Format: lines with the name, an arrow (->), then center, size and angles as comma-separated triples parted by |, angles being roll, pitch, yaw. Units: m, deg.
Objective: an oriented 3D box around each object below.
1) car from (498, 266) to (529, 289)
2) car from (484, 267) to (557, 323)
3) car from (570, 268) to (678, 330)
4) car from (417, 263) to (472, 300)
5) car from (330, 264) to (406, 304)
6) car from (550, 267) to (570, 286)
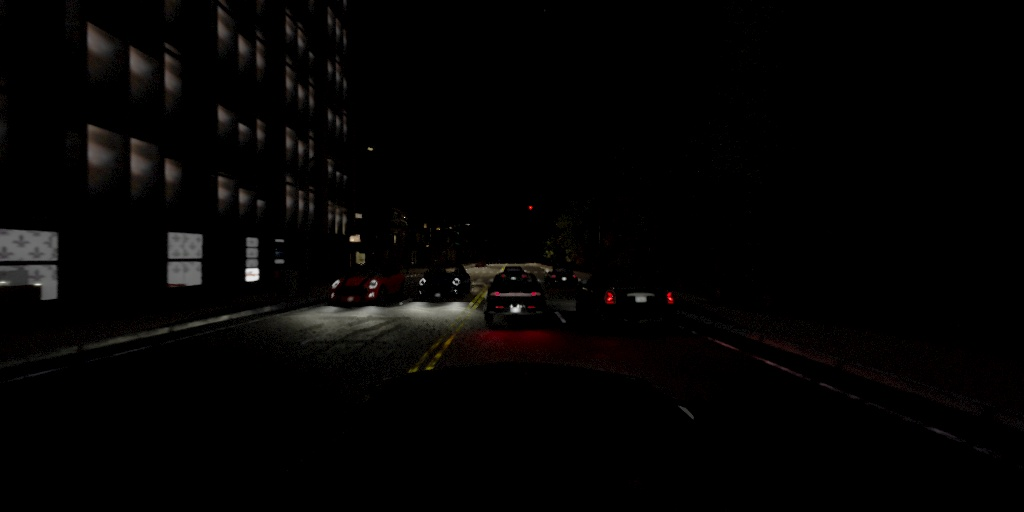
car -> 0.102, 1.436, 24.912 | 1.994, 1.385, 4.181 | 0, 0, 0
car -> 0.100, 1.296, 12.341 | 2.128, 1.511, 4.902 | 0, -1, 0
car -> 3.349, 1.153, 11.431 | 2.097, 1.767, 4.553 | 0, 0, 0
car -> -3.336, 1.189, 18.380 | 2.097, 1.767, 4.553 | 0, 0, 0
car -> -6.589, 1.182, 16.887 | 2.097, 1.767, 4.553 | 0, 0, 0
car -> 3.348, 1.436, 24.928 | 1.994, 1.385, 4.181 | 0, 0, 0
